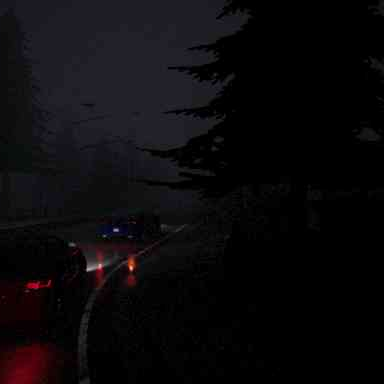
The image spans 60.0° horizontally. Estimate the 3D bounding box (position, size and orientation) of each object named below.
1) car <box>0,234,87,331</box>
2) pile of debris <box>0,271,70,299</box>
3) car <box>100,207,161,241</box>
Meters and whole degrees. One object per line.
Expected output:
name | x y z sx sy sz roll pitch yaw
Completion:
car | -3.475 1.568 6.925 1.994 1.385 4.181 0 0 -11
pile of debris | -3.966 2.185 7.973 1.500 0.140 1.860 0 0 -4
car | -2.930 1.496 16.816 1.882 1.535 5.008 0 0 8
